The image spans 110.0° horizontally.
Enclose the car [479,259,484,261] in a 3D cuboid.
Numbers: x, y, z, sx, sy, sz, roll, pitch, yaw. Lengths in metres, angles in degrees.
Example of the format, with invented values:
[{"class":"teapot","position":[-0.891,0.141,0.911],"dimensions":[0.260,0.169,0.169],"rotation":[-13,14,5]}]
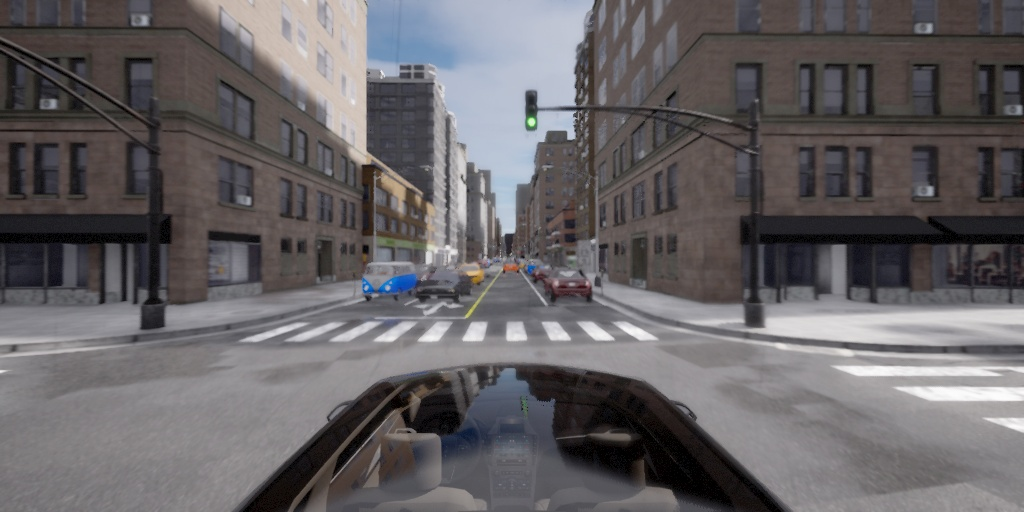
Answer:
[{"class":"car","position":[-6.044,1.583,57.241],"dimensions":[1.888,1.381,4.507],"rotation":[0,0,0]}]

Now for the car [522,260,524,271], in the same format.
[{"class":"car","position":[2.522,1.502,46.112],"dimensions":[1.751,1.417,4.829],"rotation":[0,0,0]}]

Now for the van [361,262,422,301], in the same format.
[{"class":"van","position":[-5.902,1.178,17.564],"dimensions":[1.690,1.789,3.998],"rotation":[0,0,0]}]

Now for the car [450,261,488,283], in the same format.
[{"class":"car","position":[-3.180,1.365,27.475],"dimensions":[1.882,1.535,5.008],"rotation":[0,0,0]}]

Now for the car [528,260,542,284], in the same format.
[{"class":"car","position":[2.583,1.330,28.935],"dimensions":[1.967,1.591,4.097],"rotation":[0,0,0]}]

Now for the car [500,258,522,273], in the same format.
[{"class":"car","position":[-0.152,1.338,47.537],"dimensions":[2.097,1.767,4.553],"rotation":[0,0,0]}]

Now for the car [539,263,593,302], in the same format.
[{"class":"car","position":[2.624,1.271,17.596],"dimensions":[1.967,1.591,4.097],"rotation":[0,0,0]}]

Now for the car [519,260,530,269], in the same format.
[{"class":"car","position":[2.140,1.520,63.783],"dimensions":[1.801,1.575,5.366],"rotation":[0,0,0]}]

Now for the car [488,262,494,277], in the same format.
[{"class":"car","position":[-3.208,1.539,37.393],"dimensions":[1.895,1.301,4.718],"rotation":[0,0,0]}]

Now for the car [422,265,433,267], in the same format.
[{"class":"car","position":[-5.922,1.307,23.232],"dimensions":[1.967,1.591,4.097],"rotation":[0,0,0]}]

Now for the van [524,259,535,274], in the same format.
[{"class":"van","position":[2.542,1.289,40.273],"dimensions":[1.690,1.789,3.998],"rotation":[0,0,0]}]

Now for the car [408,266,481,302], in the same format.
[{"class":"car","position":[-3.118,1.384,17.774],"dimensions":[2.033,1.411,5.357],"rotation":[0,0,4]}]
